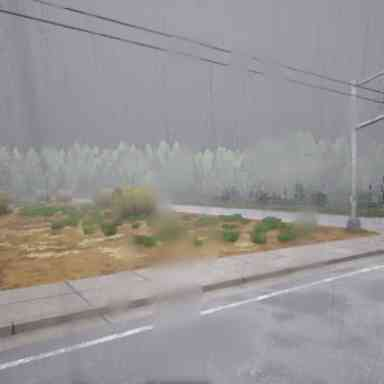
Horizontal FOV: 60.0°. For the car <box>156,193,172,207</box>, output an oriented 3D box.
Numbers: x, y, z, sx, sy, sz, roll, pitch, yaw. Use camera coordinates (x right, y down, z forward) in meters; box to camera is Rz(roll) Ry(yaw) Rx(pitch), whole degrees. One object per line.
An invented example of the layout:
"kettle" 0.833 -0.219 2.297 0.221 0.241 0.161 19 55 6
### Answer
"car" -5.166 1.169 50.127 2.150 2.045 5.566 0 0 -32
